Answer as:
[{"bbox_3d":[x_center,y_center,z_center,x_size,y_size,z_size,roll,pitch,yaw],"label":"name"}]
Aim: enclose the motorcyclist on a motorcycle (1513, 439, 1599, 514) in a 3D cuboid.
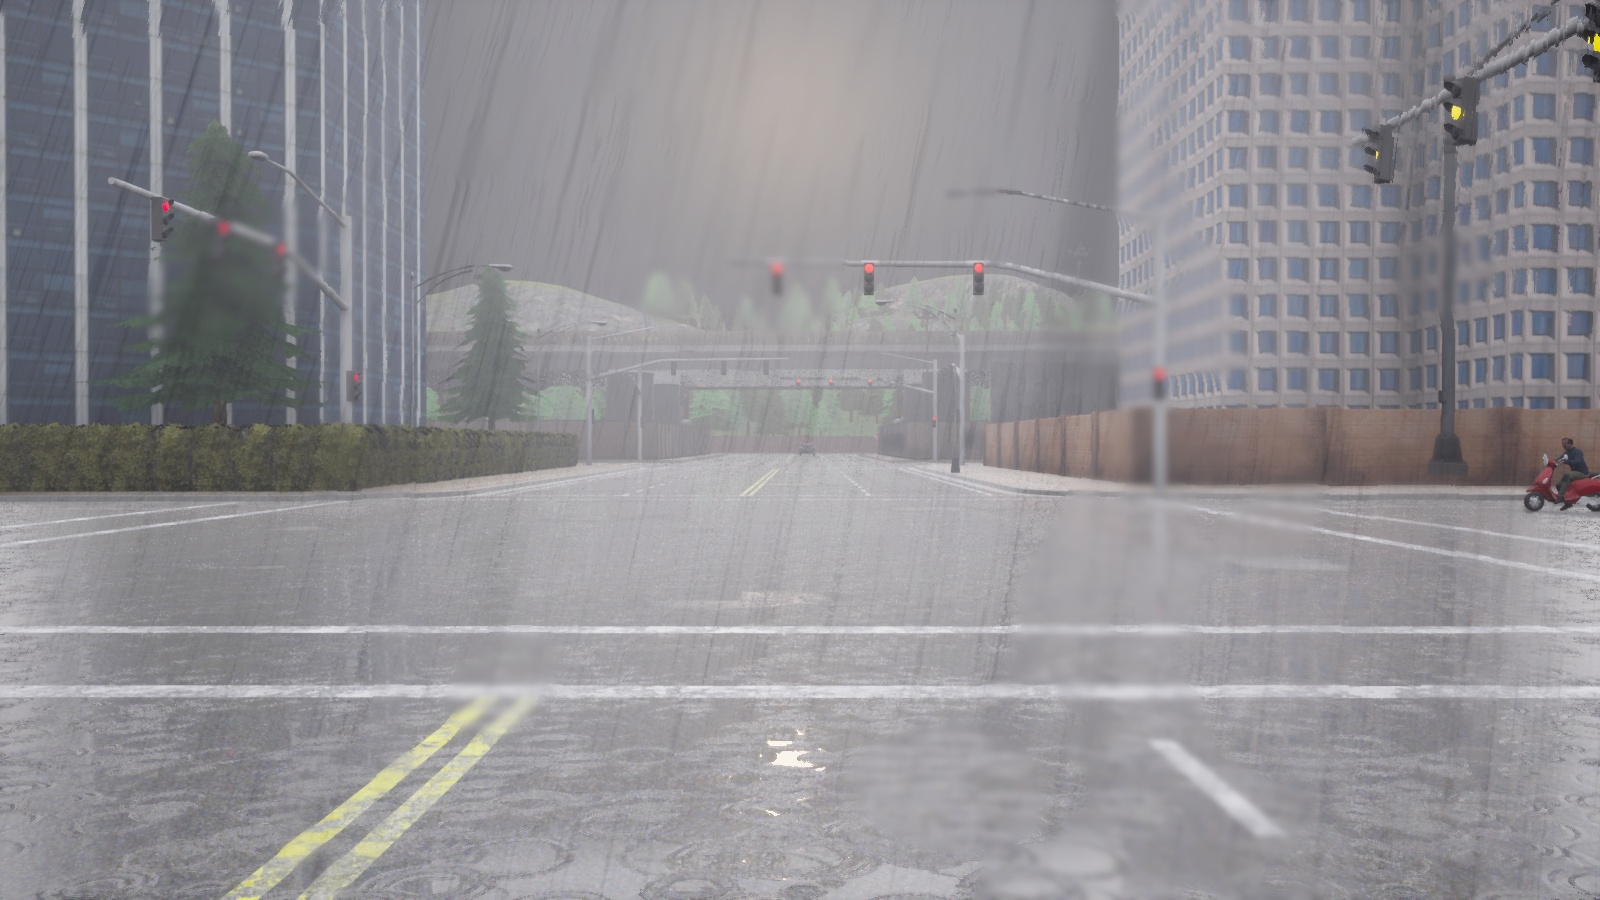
[{"bbox_3d":[16.569,0.560,27.136,1.817,1.590,0.866,0,0,1],"label":"motorcyclist on a motorcycle"}]
